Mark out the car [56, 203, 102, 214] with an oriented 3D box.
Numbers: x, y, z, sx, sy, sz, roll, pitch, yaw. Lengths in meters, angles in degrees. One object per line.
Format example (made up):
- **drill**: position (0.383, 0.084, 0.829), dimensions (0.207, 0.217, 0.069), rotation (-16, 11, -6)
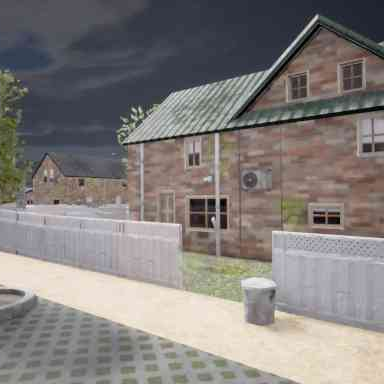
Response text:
- **car**: position (-9.348, 1.829, 28.217), dimensions (2.097, 1.767, 4.553), rotation (-1, -2, 35)
